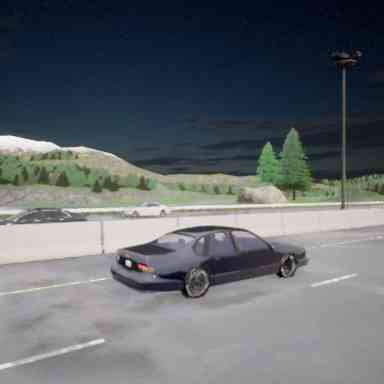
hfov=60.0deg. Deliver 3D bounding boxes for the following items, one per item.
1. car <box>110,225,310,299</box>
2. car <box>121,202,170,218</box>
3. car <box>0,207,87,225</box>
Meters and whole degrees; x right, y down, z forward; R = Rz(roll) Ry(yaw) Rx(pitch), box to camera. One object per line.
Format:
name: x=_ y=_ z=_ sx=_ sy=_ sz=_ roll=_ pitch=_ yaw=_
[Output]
car: x=0.693 y=1.580 z=8.541 sx=5.357 sy=1.411 sz=2.033 roll=0 pitch=0 yaw=-35
car: x=-4.244 y=1.657 z=30.934 sx=4.674 sy=1.442 sz=1.812 roll=0 pitch=0 yaw=-35
car: x=-7.457 y=1.525 z=15.849 sx=4.892 sy=1.490 sz=1.837 roll=0 pitch=0 yaw=-35
